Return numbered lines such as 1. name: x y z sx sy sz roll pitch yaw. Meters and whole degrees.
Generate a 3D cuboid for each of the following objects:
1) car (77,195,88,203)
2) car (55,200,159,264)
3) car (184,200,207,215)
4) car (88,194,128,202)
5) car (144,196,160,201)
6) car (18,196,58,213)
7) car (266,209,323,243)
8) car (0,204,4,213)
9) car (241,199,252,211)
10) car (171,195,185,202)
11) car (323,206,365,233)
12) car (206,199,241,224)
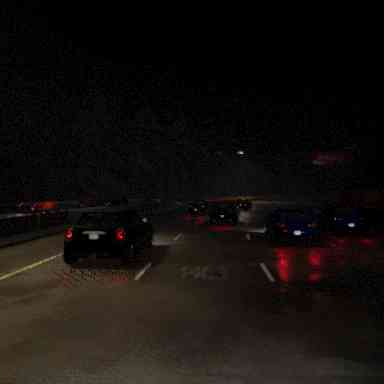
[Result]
1. car: -12.069 1.219 41.329 2.150 2.045 5.566 0 0 15
2. car: -2.744 1.353 12.008 2.097 1.767 4.553 0 0 5
3. car: 0.882 1.545 34.664 1.812 1.442 4.674 0 0 13
4. car: -9.211 1.223 38.383 2.150 2.045 5.566 0 0 14
5. car: -8.693 1.571 71.690 1.994 1.385 4.181 0 0 25
6. car: -16.803 1.339 36.550 2.097 1.767 4.553 0 0 13
7. car: 4.718 1.543 16.284 1.812 1.442 4.674 0 0 7
8. car: -21.066 1.541 33.294 1.994 1.385 4.181 0 0 12
9. car: 6.545 1.579 42.268 2.033 1.411 5.357 0 0 17
10. car: -3.144 1.519 75.407 1.812 1.442 4.674 0 0 25
11. car: 8.695 1.552 19.712 1.812 1.442 4.674 0 0 8
12. car: 2.489 1.495 25.084 1.882 1.535 5.008 0 0 10
